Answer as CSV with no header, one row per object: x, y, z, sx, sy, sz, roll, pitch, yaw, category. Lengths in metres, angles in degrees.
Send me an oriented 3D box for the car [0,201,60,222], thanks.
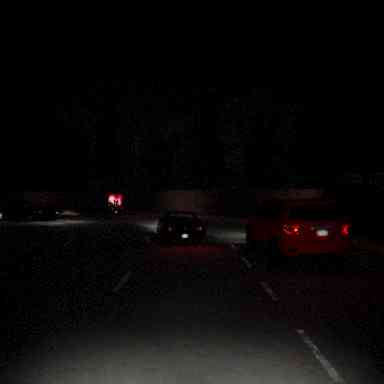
-13.401,1.494,26.562,5.008,1.535,1.882,0,0,22,car

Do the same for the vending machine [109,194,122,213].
-8.386,1.218,36.495,0.880,2.100,1.100,0,0,24,vending machine

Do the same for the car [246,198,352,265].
3.476,1.229,11.869,2.150,2.045,5.566,0,0,-3,car

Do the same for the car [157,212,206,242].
-0.680,1.611,16.514,1.895,1.301,4.718,0,0,-10,car

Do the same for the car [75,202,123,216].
-9.185,1.621,32.632,4.718,1.301,1.895,0,0,27,car

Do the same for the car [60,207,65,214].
-14.371,1.620,31.087,4.718,1.301,1.895,0,0,20,car
